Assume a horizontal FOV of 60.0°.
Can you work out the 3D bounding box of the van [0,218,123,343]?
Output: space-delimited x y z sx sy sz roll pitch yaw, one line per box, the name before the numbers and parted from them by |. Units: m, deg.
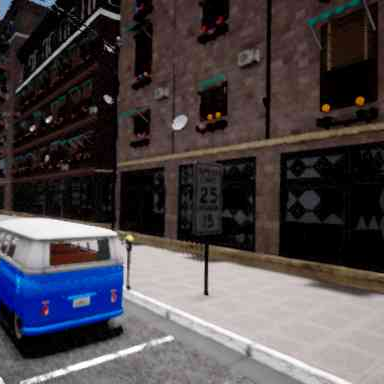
van | -2.901 1.474 6.544 1.690 1.788 3.998 3 -2 -40
